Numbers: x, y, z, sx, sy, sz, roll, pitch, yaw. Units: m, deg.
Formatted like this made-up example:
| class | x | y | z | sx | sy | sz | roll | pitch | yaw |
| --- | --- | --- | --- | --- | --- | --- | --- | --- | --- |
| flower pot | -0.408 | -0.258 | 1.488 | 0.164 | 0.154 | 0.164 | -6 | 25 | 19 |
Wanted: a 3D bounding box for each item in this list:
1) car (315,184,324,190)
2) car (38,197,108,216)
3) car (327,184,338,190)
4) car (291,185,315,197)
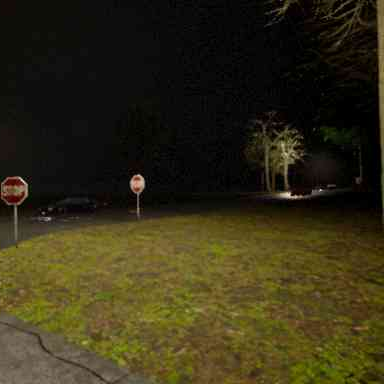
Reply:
| class | x | y | z | sx | sy | sz | roll | pitch | yaw |
| --- | --- | --- | --- | --- | --- | --- | --- | --- | --- |
| car | 32.520 | -1.260 | 85.229 | 1.837 | 1.490 | 4.892 | -2 | 1 | 35 |
| car | -9.190 | 1.081 | 26.141 | 2.033 | 1.411 | 5.357 | -2 | 0 | 35 |
| car | 34.777 | -1.229 | 82.297 | 1.895 | 1.301 | 4.718 | -2 | 1 | 33 |
| car | 16.816 | -0.240 | 51.012 | 2.097 | 1.767 | 4.553 | -2 | 1 | 33 |
